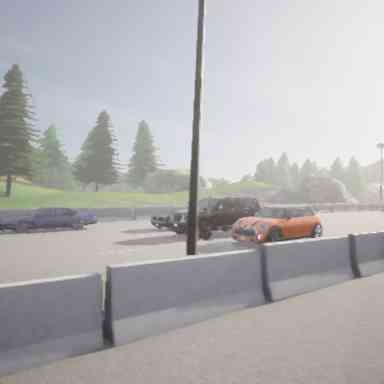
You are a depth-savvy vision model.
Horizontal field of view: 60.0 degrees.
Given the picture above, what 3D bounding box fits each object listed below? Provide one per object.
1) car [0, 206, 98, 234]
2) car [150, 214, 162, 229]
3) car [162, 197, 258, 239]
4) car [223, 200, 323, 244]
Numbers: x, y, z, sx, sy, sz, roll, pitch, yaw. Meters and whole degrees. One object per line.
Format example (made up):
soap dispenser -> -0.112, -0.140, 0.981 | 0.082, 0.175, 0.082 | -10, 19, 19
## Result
car -> -8.332, 1.563, 19.543 | 5.357, 1.411, 2.033 | 0, 0, -35
car -> -0.240, 1.656, 21.005 | 4.718, 1.301, 1.895 | 0, 0, -35
car -> 1.452, 1.272, 17.914 | 5.566, 2.045, 2.150 | 0, 0, -35
car -> 3.997, 1.408, 15.431 | 4.553, 1.767, 2.097 | 1, 0, -35
